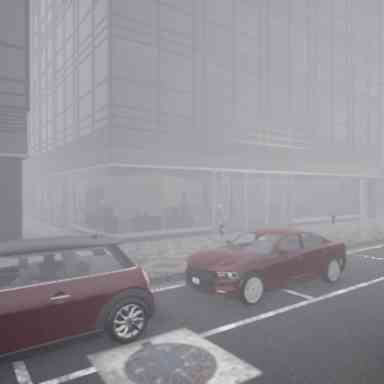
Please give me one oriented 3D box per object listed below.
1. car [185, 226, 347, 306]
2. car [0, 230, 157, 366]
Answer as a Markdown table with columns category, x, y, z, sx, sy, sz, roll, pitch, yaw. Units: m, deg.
| category | x | y | z | sx | sy | sz | roll | pitch | yaw |
| --- | --- | --- | --- | --- | --- | --- | --- | --- | --- |
| car | 1.912 | 1.543 | 8.014 | 4.507 | 1.381 | 1.887 | 0 | 0 | -35 |
| car | -2.649 | 1.440 | 4.762 | 4.097 | 1.590 | 1.967 | 0 | 0 | -35 |
